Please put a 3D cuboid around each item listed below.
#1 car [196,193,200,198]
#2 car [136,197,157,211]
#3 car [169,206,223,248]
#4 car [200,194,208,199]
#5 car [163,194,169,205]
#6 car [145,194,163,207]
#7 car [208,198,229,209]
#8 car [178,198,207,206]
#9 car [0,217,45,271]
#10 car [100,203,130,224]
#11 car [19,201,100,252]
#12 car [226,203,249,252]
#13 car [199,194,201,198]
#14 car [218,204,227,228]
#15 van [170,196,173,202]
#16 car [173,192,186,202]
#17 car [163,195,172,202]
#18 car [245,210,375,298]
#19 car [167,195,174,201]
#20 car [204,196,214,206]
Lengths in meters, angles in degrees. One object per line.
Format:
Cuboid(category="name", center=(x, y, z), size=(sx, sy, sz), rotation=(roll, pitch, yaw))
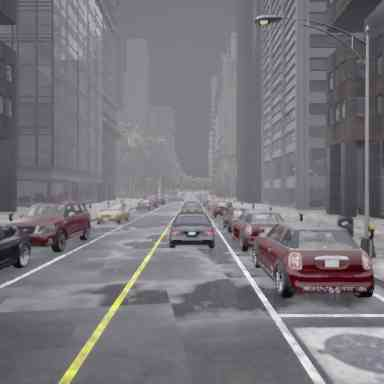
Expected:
Cuboid(category="car", center=(2.759, 1.336, 79.020), size=(2.192, 1.841, 5.009), rotation=(0, 0, 0))
Cuboid(category="car", center=(-5.766, 1.578, 41.053), size=(1.802, 1.307, 4.206), rotation=(0, 0, 0))
Cuboid(category="car", center=(0.000, 1.559, 14.651), size=(2.033, 1.411, 5.357), rotation=(0, 0, 0))
Cuboid(category="car", center=(2.759, 1.442, 51.894), size=(1.967, 1.590, 4.097), rotation=(0, 0, 0))
Cuboid(category="car", center=(-5.767, 1.320, 57.331), size=(2.192, 1.841, 5.009), rotation=(0, 0, 0))
Cuboid(category="car", center=(-5.766, 1.314, 46.479), size=(2.192, 1.841, 5.009), rotation=(0, 0, 0))
Cuboid(category="car", center=(2.760, 1.539, 30.194), size=(1.887, 1.381, 4.507), rotation=(0, 0, 0))
Cuboid(category="car", center=(0.000, 1.558, 29.650), size=(2.033, 1.411, 5.357), rotation=(0, 0, 0))
Cuboid(category="car", center=(-5.765, 1.561, 8.497), size=(1.947, 1.339, 4.313), rotation=(0, 0, 0))
Cuboid(category="car", center=(-5.765, 1.519, 24.605), size=(1.752, 1.417, 4.829), rotation=(0, 0, 0))
Cuboid(category="car", center=(-5.766, 1.309, 13.923), size=(2.192, 1.841, 5.009), rotation=(0, 0, 0))
Cuboid(category="car", center=(2.760, 1.435, 13.919), size=(1.967, 1.590, 4.097), rotation=(0, 0, 0))
Cuboid(category="car", center=(2.759, 1.445, 57.319), size=(1.967, 1.590, 4.097), rotation=(0, 0, 0))
Cuboid(category="car", center=(2.760, 1.576, 19.344), size=(1.802, 1.307, 4.206), rotation=(0, 0, 0))
Cuboid(category="van", center=(-5.767, 1.358, 73.609), size=(1.690, 1.788, 3.998), rotation=(0, 0, 0))
Cuboid(category="car", center=(-3.000, 1.364, 76.568), size=(2.097, 1.767, 4.553), rotation=(0, 0, 0))
Cuboid(category="car", center=(-5.766, 1.461, 79.036), size=(1.967, 1.590, 4.097), rotation=(0, 0, 0))
Cuboid(category="car", center=(2.760, 1.436, 8.494), size=(1.967, 1.590, 4.097), rotation=(0, 0, 0))
Cuboid(category="car", center=(-5.766, 1.609, 89.888), size=(1.802, 1.307, 4.206), rotation=(0, 0, 0))
Cuboid(category="car", center=(2.760, 1.522, 41.214), size=(1.752, 1.417, 4.829), rotation=(0, 0, 0))
